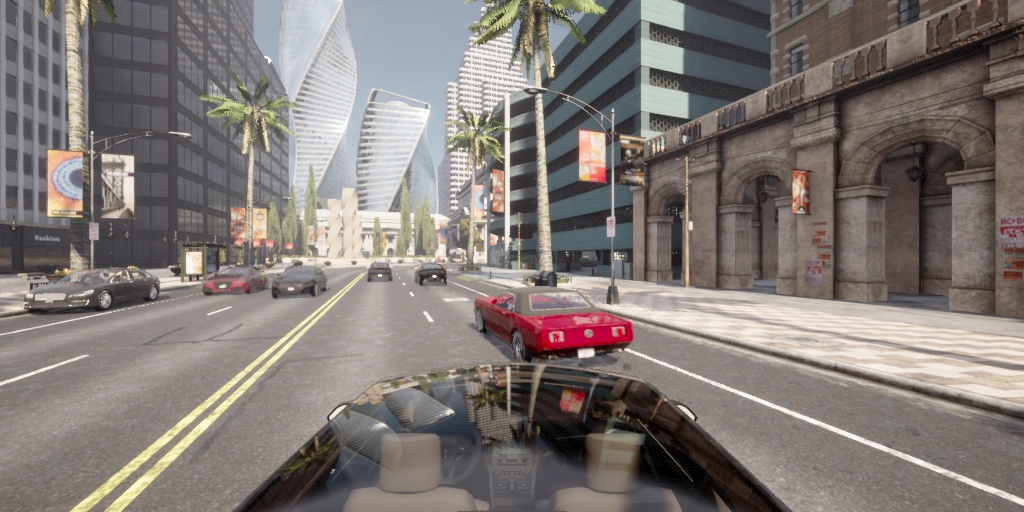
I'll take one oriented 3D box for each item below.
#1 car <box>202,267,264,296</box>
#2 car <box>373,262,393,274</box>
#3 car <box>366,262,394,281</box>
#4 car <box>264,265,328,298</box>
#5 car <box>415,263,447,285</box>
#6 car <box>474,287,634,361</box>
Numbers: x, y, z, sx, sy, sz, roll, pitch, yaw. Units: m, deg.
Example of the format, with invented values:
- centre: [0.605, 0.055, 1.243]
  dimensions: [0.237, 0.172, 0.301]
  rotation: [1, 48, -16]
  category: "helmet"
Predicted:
- centre: [-14.947, 1.314, 19.588]
  dimensions: [1.994, 1.385, 4.181]
  rotation: [0, 0, -20]
  category: "car"
- centre: [-15.326, 1.351, 42.769]
  dimensions: [1.895, 1.301, 4.718]
  rotation: [0, 0, -16]
  category: "car"
- centre: [-11.079, 1.256, 30.130]
  dimensions: [1.837, 1.490, 4.892]
  rotation: [0, 0, -20]
  category: "car"
- centre: [-10.910, 1.227, 18.688]
  dimensions: [1.882, 1.535, 5.008]
  rotation: [0, 0, -20]
  category: "car"
- centre: [-6.075, 1.227, 26.538]
  dimensions: [1.882, 1.535, 5.008]
  rotation: [0, 0, -20]
  category: "car"
- centre: [0.509, 1.351, 8.164]
  dimensions: [1.895, 1.301, 4.718]
  rotation: [0, 0, -20]
  category: "car"
